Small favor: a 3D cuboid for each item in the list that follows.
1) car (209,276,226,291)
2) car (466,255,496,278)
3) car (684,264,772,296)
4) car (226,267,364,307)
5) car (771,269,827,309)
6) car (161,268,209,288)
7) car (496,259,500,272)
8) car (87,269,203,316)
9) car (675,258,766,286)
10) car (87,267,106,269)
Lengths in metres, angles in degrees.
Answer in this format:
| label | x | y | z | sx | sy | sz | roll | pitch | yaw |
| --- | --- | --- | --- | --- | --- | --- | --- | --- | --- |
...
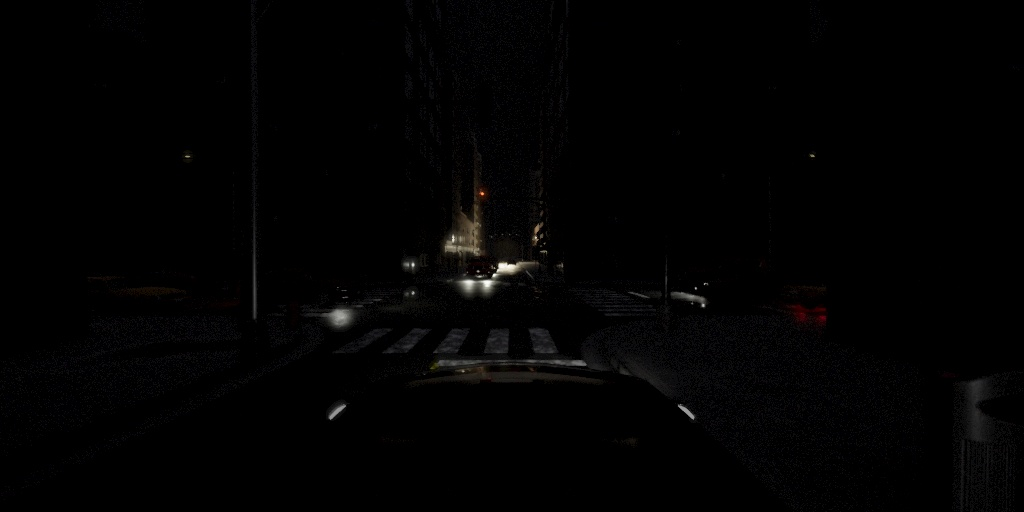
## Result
| label | x | y | z | sx | sy | sz | roll | pitch | yaw |
| --- | --- | --- | --- | --- | --- | --- | --- | --- | --- |
| car | -14.566 | 1.307 | 20.933 | 4.313 | 1.339 | 1.948 | 0 | 0 | 0 |
| car | -2.906 | 0.962 | 33.514 | 2.150 | 2.045 | 5.566 | 0 | 0 | 0 |
| car | 12.137 | 1.276 | 18.369 | 5.357 | 1.411 | 2.033 | 0 | 0 | 3 |
| car | -8.819 | 1.242 | 15.112 | 5.008 | 1.535 | 1.882 | 0 | 0 | 6 |
| car | 12.482 | 1.279 | 12.920 | 4.829 | 1.417 | 1.751 | 0 | 0 | 0 |
| car | -19.979 | 1.328 | 20.930 | 4.207 | 1.307 | 1.802 | 0 | 0 | 0 |
| car | -2.922 | 0.955 | 43.903 | 2.150 | 2.045 | 5.566 | 0 | 0 | 0 |
| car | -14.402 | 1.304 | 12.908 | 4.829 | 1.417 | 1.751 | 0 | 0 | 0 |
| car | 12.317 | 1.031 | 20.945 | 5.009 | 1.841 | 2.192 | 0 | 0 | 0 |
| car | -25.392 | 1.315 | 20.928 | 4.313 | 1.339 | 1.948 | 0 | 0 | 0 |
